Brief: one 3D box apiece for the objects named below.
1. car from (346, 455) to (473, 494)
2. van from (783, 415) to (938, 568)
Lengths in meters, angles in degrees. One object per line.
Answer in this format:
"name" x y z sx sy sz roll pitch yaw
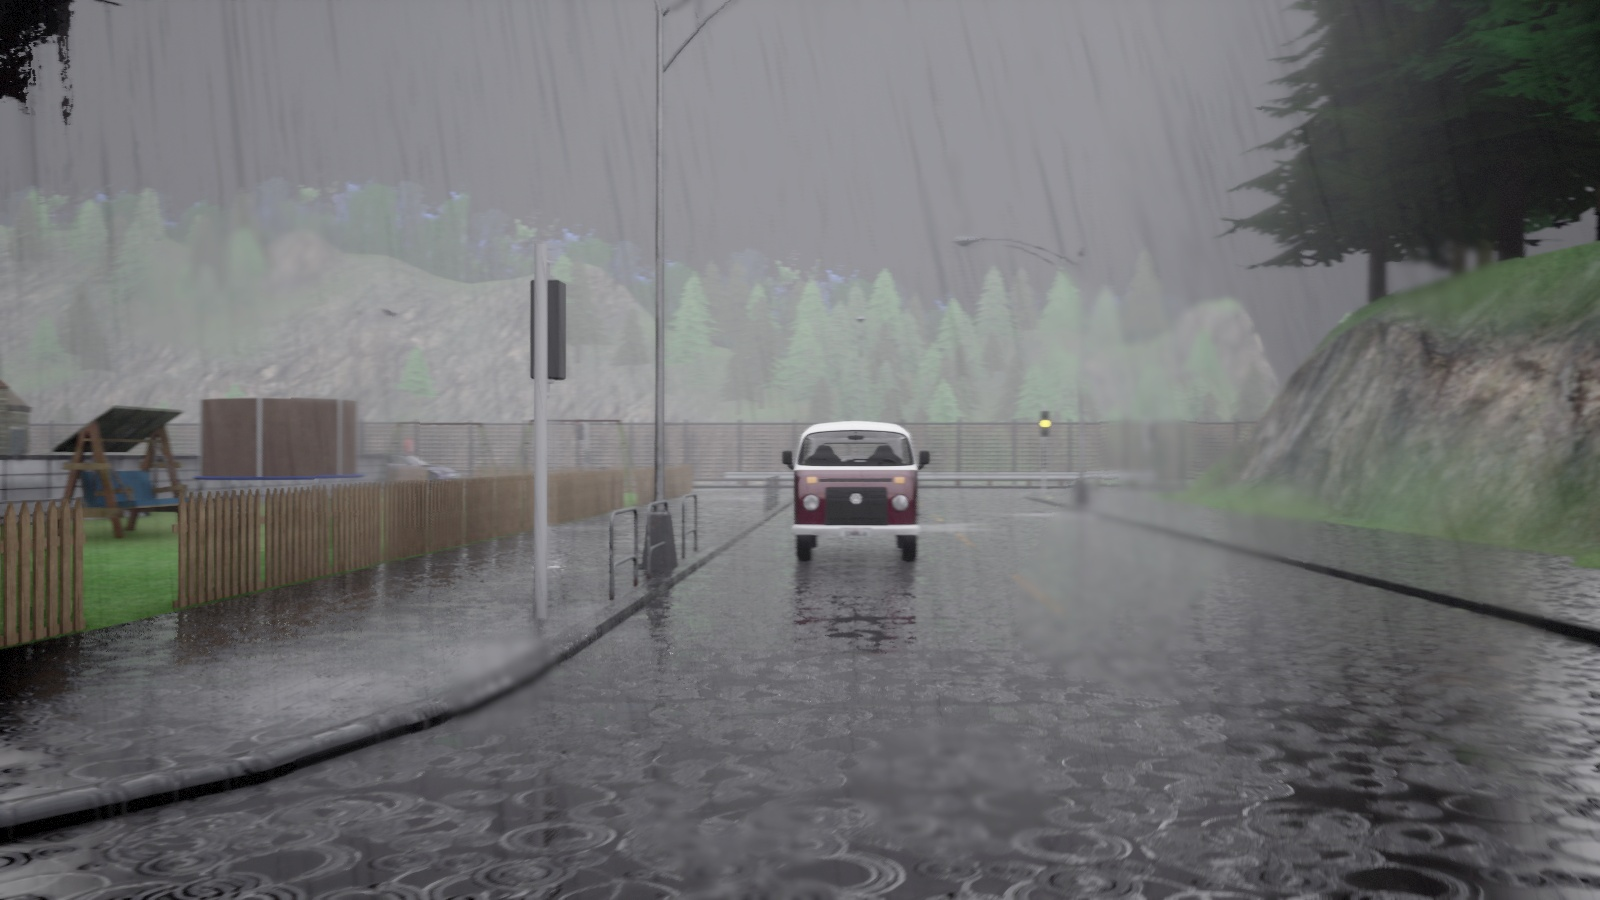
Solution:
"car" -16.901 1.043 54.516 4.856 1.649 2.033 0 0 3
"van" 0.930 0.568 19.058 2.069 2.038 4.480 0 0 3
